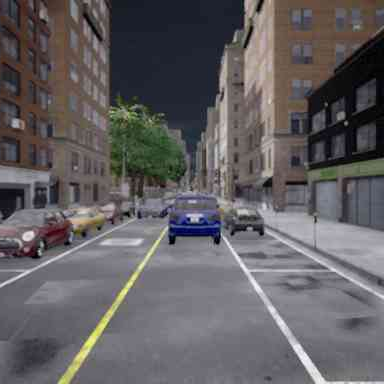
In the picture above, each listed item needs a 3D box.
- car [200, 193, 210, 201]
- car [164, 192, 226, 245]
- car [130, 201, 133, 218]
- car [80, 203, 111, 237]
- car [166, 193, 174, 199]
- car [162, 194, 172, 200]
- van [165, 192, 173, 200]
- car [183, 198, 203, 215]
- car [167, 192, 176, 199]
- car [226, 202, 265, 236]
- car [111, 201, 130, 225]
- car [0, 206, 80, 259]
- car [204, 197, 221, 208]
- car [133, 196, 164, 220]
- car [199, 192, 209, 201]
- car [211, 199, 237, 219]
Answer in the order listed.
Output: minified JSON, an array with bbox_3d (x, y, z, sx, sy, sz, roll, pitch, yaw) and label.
[{"bbox_3d":[2.734,1.129,71.695,1.967,1.590,4.097,0,0,0],"label":"car"},{"bbox_3d":[0.111,1.141,15.328,2.150,2.045,5.566,0,0,0],"label":"car"},{"bbox_3d":[-5.830,1.424,28.632,1.947,1.339,4.313,0,0,0],"label":"car"},{"bbox_3d":[-5.839,1.436,17.444,1.752,1.417,4.829,0,0,0],"label":"car"},{"bbox_3d":[-5.777,1.068,87.943,1.967,1.590,4.097,0,0,0],"label":"car"},{"bbox_3d":[-5.787,1.234,77.128,1.947,1.339,4.313,0,0,0],"label":"car"},{"bbox_3d":[-5.781,0.989,82.534,1.690,1.788,3.998,0,0,0],"label":"van"},{"bbox_3d":[0.126,1.367,32.352,1.812,1.442,4.674,0,0,0],"label":"car"},{"bbox_3d":[-5.772,0.923,93.349,2.192,1.841,5.009,0,0,0],"label":"car"},{"bbox_3d":[2.686,1.460,17.594,2.008,1.369,4.403,0,0,0],"label":"car"},{"bbox_3d":[-5.835,1.465,23.123,1.802,1.307,4.206,0,0,0],"label":"car"},{"bbox_3d":[-5.844,1.377,12.105,1.967,1.590,4.097,0,0,0],"label":"car"},{"bbox_3d":[2.710,1.354,45.131,1.947,1.339,4.313,0,0,0],"label":"car"},{"bbox_3d":[-3.075,1.219,26.637,2.097,1.767,4.553,0,0,0],"label":"car"},{"bbox_3d":[2.739,0.983,77.103,2.192,1.841,5.009,0,0,0],"label":"car"},{"bbox_3d":[2.696,1.383,28.779,1.752,1.417,4.829,0,0,0],"label":"car"}]
